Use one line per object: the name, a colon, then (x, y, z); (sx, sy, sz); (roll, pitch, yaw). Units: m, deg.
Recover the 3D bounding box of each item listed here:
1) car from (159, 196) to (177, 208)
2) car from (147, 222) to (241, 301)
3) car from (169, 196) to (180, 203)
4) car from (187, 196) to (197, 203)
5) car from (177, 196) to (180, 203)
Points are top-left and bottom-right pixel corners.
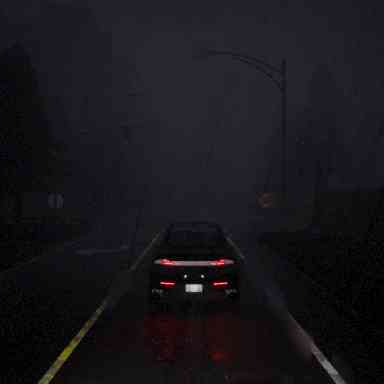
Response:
car: (-3.584, 1.547, 47.322); (2.033, 1.411, 5.357); (0, 0, 0)
car: (0.055, 1.492, 8.322); (2.128, 1.511, 4.902); (0, 0, 0)
car: (-3.508, 1.505, 67.578); (1.837, 1.490, 4.892); (0, 0, 0)
car: (0.010, 1.491, 69.553); (2.128, 1.511, 4.902); (0, 0, 0)
car: (-3.569, 1.477, 57.292); (1.882, 1.535, 5.008); (0, 0, 0)
